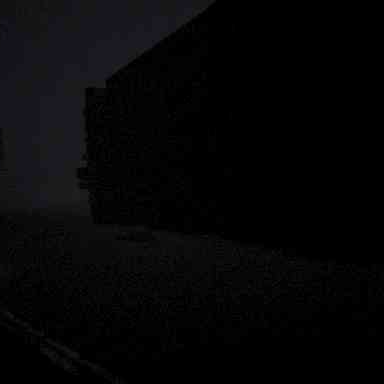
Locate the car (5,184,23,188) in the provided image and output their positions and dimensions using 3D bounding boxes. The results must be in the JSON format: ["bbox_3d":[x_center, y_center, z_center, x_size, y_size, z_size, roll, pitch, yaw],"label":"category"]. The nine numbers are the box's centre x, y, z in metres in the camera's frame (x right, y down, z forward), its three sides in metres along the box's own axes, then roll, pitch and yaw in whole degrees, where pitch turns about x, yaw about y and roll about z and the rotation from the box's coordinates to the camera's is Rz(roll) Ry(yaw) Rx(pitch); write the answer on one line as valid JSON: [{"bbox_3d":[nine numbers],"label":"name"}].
[{"bbox_3d":[-44.101,-1.168,80.804,2.163,1.488,4.792,-5,-3,16],"label":"car"}]

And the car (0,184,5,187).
[{"bbox_3d":[-45.669,-1.509,75.303,2.185,1.767,4.553,-5,-3,17],"label":"car"}]
